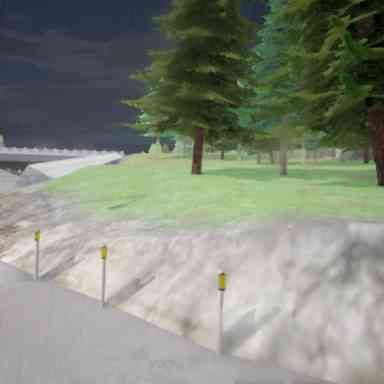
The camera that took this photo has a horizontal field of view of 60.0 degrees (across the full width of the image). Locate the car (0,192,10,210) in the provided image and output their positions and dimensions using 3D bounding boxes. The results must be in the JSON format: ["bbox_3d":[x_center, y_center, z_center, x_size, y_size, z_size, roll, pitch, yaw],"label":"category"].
[{"bbox_3d":[-18.705,0.995,30.237,2.097,1.767,4.553,1,0,-12],"label":"car"}]
